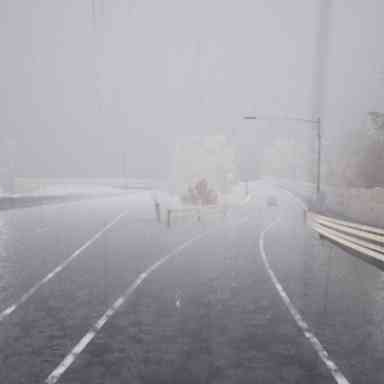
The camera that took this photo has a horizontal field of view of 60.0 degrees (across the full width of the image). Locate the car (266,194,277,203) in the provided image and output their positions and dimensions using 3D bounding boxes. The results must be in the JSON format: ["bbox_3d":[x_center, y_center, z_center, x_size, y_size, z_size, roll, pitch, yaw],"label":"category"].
[{"bbox_3d":[16.794,1.305,70.172,2.033,1.411,5.357,1,4,11],"label":"car"}]

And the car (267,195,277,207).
[{"bbox_3d":[14.421,1.923,59.963,2.033,1.411,5.357,1,2,13],"label":"car"}]

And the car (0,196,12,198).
[{"bbox_3d":[-33.006,1.332,58.885,1.895,1.301,4.718,0,0,-7],"label":"car"}]
